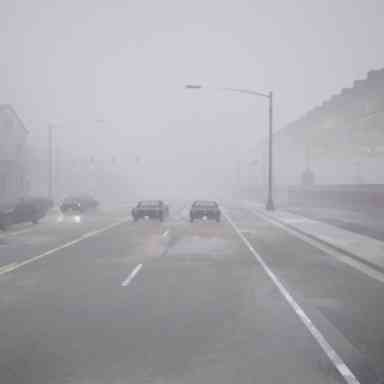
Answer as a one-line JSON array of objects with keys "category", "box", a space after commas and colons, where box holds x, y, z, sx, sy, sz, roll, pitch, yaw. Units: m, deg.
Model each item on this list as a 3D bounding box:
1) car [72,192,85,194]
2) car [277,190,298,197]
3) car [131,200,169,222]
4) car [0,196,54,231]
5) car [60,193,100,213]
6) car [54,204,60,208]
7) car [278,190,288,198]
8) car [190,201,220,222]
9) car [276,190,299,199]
[{"category": "car", "box": [-12.698, 0.765, 37.467, 1.882, 1.535, 5.008, 0, 1, 2]}, {"category": "car", "box": [18.222, 0.270, 63.288, 4.536, 1.218, 1.853, -1, 1, -44]}, {"category": "car", "box": [-2.641, 1.199, 22.227, 1.895, 1.301, 4.718, 0, 1, 2]}, {"category": "car", "box": [-9.974, 1.182, 18.239, 2.033, 1.411, 5.357, 0, 1, 2]}, {"category": "car", "box": [-9.549, 1.058, 28.538, 1.895, 1.301, 4.718, 0, 1, 3]}, {"category": "car", "box": [-13.115, 1.015, 27.025, 2.033, 1.411, 5.357, 0, 1, 3]}, {"category": "car", "box": [18.030, 0.508, 58.649, 2.038, 1.542, 4.974, 0, 1, -34]}, {"category": "car", "box": [0.858, 1.216, 22.160, 1.895, 1.301, 4.718, 0, 1, 2]}, {"category": "car", "box": [18.185, 0.428, 63.254, 4.974, 1.542, 2.038, -1, 1, -44]}]
